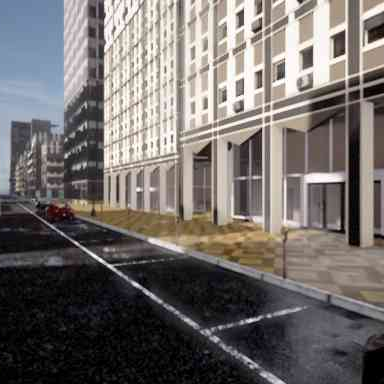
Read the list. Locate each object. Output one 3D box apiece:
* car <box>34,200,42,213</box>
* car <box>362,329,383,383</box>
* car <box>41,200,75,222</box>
[{"bbox_3d":[-16.199,1.576,36.496,2.008,1.369,4.403,0,0,-30],"label":"car"},{"bbox_3d":[3.393,1.567,2.151,1.947,1.339,4.313,0,0,-30],"label":"car"},{"bbox_3d":[-10.601,1.562,26.683,1.887,1.381,4.507,0,0,-30],"label":"car"}]
